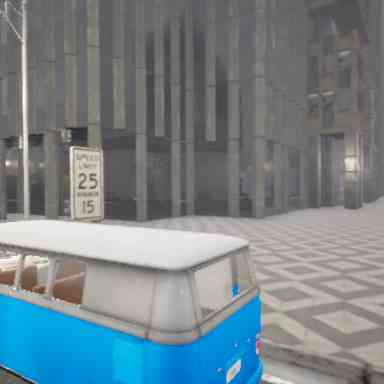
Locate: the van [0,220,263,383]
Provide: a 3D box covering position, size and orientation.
[{"bbox_3d":[-1.206,1.290,3.856,3.998,1.788,1.690,0,1,32],"label":"van"}]
